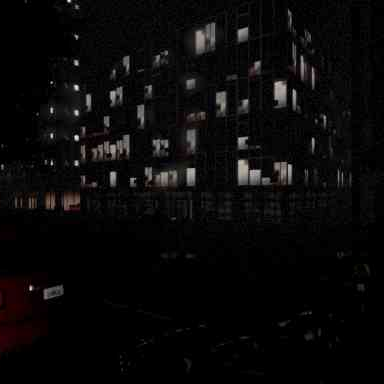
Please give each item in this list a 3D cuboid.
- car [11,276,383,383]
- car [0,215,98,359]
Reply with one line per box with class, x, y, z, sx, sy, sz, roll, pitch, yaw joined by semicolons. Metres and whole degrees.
car;0.850;1.566;2.272;4.313;1.339;1.947;0;0;36
car;-3.645;1.315;5.481;5.009;1.841;2.192;0;0;36
